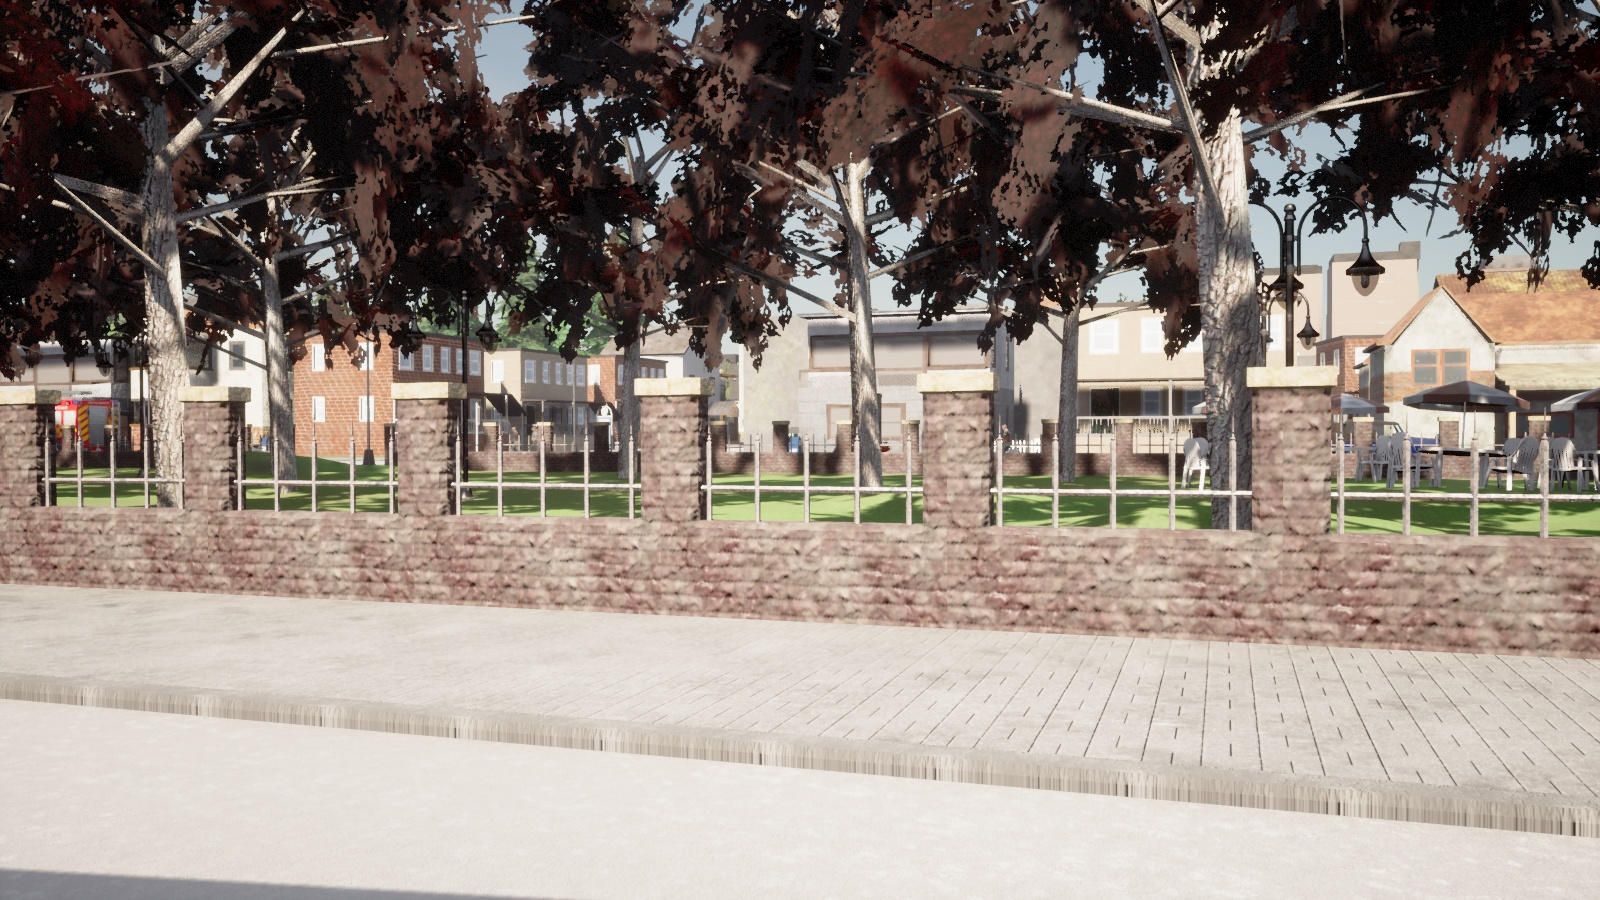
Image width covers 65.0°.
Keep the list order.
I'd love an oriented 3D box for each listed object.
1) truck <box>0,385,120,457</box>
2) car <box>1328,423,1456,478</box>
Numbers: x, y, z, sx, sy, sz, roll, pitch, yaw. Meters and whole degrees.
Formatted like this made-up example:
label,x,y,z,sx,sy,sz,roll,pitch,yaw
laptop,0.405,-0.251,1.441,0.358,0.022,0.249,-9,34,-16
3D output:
label,x,y,z,sx,sy,sz,roll,pitch,yaw
truck,-42.433,-1.619,70.039,8.468,3.827,2.891,1,1,19
car,20.874,-0.011,44.431,3.866,1.878,1.905,1,1,18
